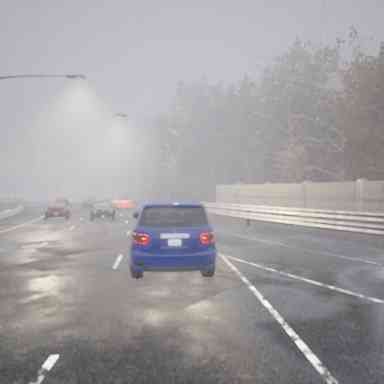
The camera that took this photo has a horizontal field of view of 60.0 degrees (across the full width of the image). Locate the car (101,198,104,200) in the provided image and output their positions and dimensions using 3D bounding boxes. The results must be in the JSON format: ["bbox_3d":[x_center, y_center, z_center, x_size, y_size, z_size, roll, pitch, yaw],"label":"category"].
[{"bbox_3d":[-16.007,1.593,56.552,1.895,1.301,4.718,0,0,-30],"label":"car"}]

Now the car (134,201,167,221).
[{"bbox_3d":[-3.688,1.521,28.595,1.812,1.442,4.674,0,0,-20],"label":"car"}]

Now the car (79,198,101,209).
[{"bbox_3d":[-14.432,1.558,46.267,1.994,1.385,4.181,0,0,-25],"label":"car"}]

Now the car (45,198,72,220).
[{"bbox_3d":[-11.142,1.522,27.894,1.812,1.442,4.674,0,0,-16],"label":"car"}]

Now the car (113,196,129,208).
[{"bbox_3d":[-9.085,1.346,42.880,2.097,1.767,4.553,0,0,-22],"label":"car"}]

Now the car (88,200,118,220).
[{"bbox_3d":[-7.580,1.597,28.213,1.895,1.301,4.718,0,0,-15],"label":"car"}]

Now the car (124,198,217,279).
[{"bbox_3d":[-0.648,1.223,10.219,2.150,2.045,5.566,0,0,-5],"label":"car"}]
